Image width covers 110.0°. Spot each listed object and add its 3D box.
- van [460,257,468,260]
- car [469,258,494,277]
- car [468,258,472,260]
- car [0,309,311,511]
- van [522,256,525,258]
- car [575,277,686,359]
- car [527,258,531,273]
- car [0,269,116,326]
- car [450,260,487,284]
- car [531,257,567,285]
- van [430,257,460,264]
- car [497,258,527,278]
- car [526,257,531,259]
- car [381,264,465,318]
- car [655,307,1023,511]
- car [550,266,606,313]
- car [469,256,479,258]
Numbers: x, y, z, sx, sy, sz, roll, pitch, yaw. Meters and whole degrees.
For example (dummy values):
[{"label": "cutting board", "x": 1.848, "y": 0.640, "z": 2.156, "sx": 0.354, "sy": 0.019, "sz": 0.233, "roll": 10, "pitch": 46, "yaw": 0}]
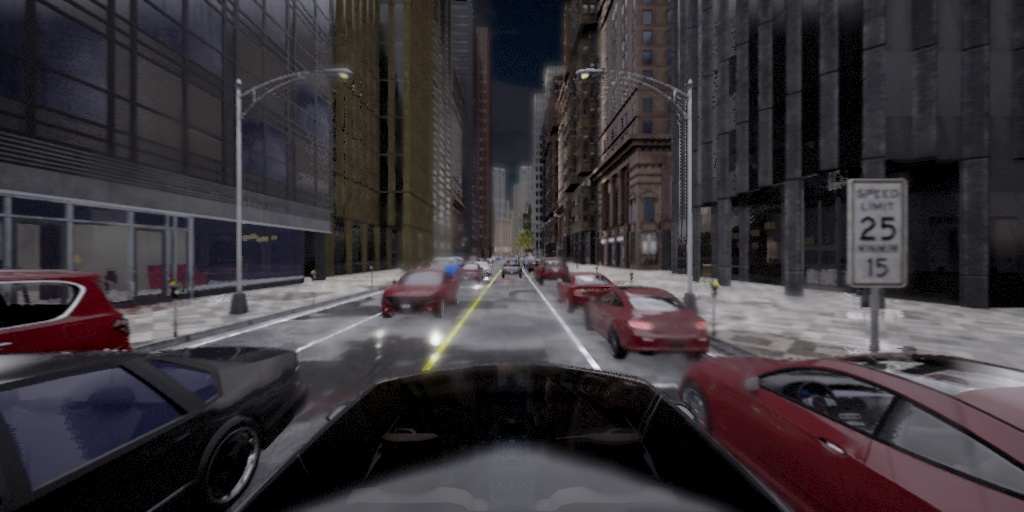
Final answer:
[{"label": "van", "x": -5.771, "y": 1.015, "z": 36.157, "sx": 1.690, "sy": 1.789, "sz": 3.998, "roll": 0, "pitch": 0, "yaw": 0}, {"label": "car", "x": -3.008, "y": 1.245, "z": 35.092, "sx": 1.812, "sy": 1.442, "sz": 4.674, "roll": 0, "pitch": 0, "yaw": 0}, {"label": "car", "x": -5.772, "y": 1.213, "z": 41.776, "sx": 2.007, "sy": 1.370, "sz": 4.403, "roll": 0, "pitch": 0, "yaw": 0}, {"label": "car", "x": -3.100, "y": 1.298, "z": 1.532, "sx": 2.033, "sy": 1.411, "sz": 5.357, "roll": 0, "pitch": 0, "yaw": 0}, {"label": "van", "x": 2.751, "y": 0.982, "z": 53.031, "sx": 1.690, "sy": 1.789, "sz": 3.998, "roll": 0, "pitch": 0, "yaw": 0}, {"label": "car", "x": 2.761, "y": 1.318, "z": 8.085, "sx": 1.802, "sy": 1.307, "sz": 4.207, "roll": 0, "pitch": 0, "yaw": 0}, {"label": "car", "x": 2.753, "y": 1.229, "z": 41.795, "sx": 1.948, "sy": 1.339, "sz": 4.313, "roll": 0, "pitch": 0, "yaw": 0}, {"label": "car", "x": -5.763, "y": 1.063, "z": 2.445, "sx": 2.192, "sy": 1.841, "sz": 5.009, "roll": 0, "pitch": 0, "yaw": 0}, {"label": "car", "x": -3.087, "y": 1.221, "z": 26.395, "sx": 1.812, "sy": 1.442, "sz": 4.674, "roll": 0, "pitch": 0, "yaw": 0}, {"label": "car", "x": 2.757, "y": 1.013, "z": 24.940, "sx": 2.192, "sy": 1.841, "sz": 5.009, "roll": 0, "pitch": 0, "yaw": 0}, {"label": "van", "x": -5.769, "y": 1.027, "z": 30.539, "sx": 1.690, "sy": 1.789, "sz": 3.998, "roll": 0, "pitch": 0, "yaw": 0}, {"label": "car", "x": 0.004, "y": 1.173, "z": 33.174, "sx": 2.128, "sy": 1.511, "sz": 4.902, "roll": 0, "pitch": 0, "yaw": 0}, {"label": "car", "x": 2.752, "y": 1.197, "z": 47.413, "sx": 1.888, "sy": 1.381, "sz": 4.507, "roll": 0, "pitch": 0, "yaw": 0}, {"label": "car", "x": -3.099, "y": 1.202, "z": 12.982, "sx": 1.882, "sy": 1.535, "sz": 5.008, "roll": 0, "pitch": 0, "yaw": 0}, {"label": "car", "x": 2.762, "y": 1.331, "z": 2.466, "sx": 1.802, "sy": 1.307, "sz": 4.207, "roll": 0, "pitch": 0, "yaw": 0}, {"label": "car", "x": 2.760, "y": 1.268, "z": 13.703, "sx": 1.888, "sy": 1.381, "sz": 4.507, "roll": 0, "pitch": 0, "yaw": 0}, {"label": "car", "x": -5.774, "y": 0.955, "z": 53.014, "sx": 2.192, "sy": 1.841, "sz": 5.009, "roll": 0, "pitch": 0, "yaw": 0}]
